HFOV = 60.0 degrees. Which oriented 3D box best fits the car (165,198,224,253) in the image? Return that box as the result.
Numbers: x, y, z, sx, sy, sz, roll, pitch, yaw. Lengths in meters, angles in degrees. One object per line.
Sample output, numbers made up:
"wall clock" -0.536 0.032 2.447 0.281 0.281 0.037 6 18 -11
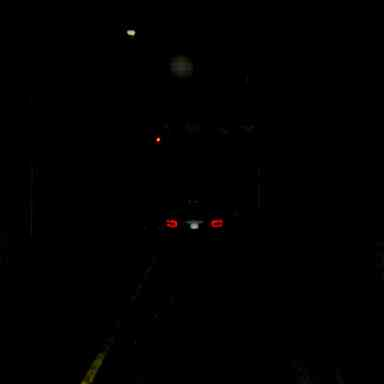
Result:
"car" 0.085 1.259 13.941 2.150 2.045 5.566 0 0 0
